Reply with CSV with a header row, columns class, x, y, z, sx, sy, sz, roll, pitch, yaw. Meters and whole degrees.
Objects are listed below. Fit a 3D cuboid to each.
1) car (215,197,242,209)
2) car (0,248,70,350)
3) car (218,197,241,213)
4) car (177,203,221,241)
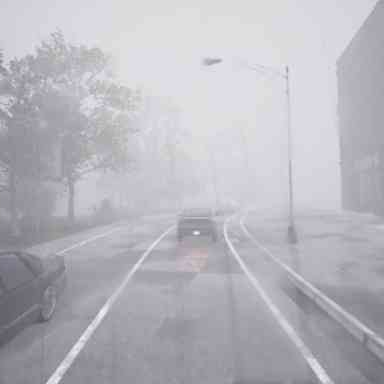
class,x,y,z,sx,sy,sz,roll,pitch,yaw
car,5.119,1.472,45.778,1.837,1.490,4.892,-3,-1,30
car,-3.365,1.556,4.447,2.033,1.411,5.357,0,0,0
car,3.777,1.426,34.472,1.812,1.442,4.674,-2,0,19
car,0.322,1.495,16.731,1.837,1.490,4.892,-1,0,3
